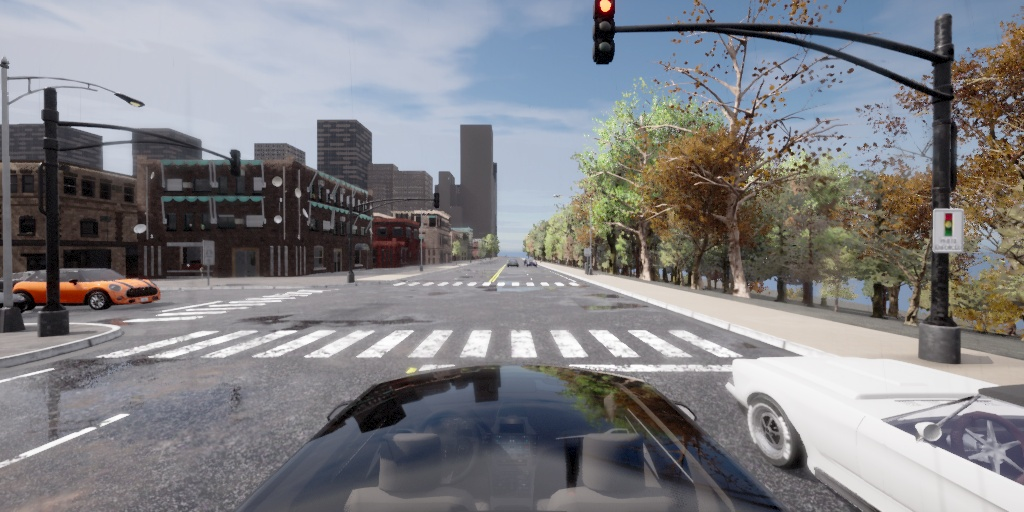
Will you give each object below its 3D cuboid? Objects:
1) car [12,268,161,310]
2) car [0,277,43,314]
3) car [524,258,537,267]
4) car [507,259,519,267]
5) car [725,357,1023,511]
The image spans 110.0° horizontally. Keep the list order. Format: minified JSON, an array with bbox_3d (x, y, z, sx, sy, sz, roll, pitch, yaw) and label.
[{"bbox_3d":[-17.966,1.300,15.296,4.553,1.767,2.097,-1,1,-1],"label":"car"},{"bbox_3d":[-19.936,1.565,12.562,4.313,1.339,1.948,0,0,0],"label":"car"},{"bbox_3d":[3.420,1.326,63.698,1.895,1.301,4.718,0,0,0],"label":"car"},{"bbox_3d":[0.158,1.289,63.420,1.994,1.385,4.181,0,0,1],"label":"car"},{"bbox_3d":[3.350,1.351,1.913,1.895,1.301,4.718,0,0,0],"label":"car"}]
